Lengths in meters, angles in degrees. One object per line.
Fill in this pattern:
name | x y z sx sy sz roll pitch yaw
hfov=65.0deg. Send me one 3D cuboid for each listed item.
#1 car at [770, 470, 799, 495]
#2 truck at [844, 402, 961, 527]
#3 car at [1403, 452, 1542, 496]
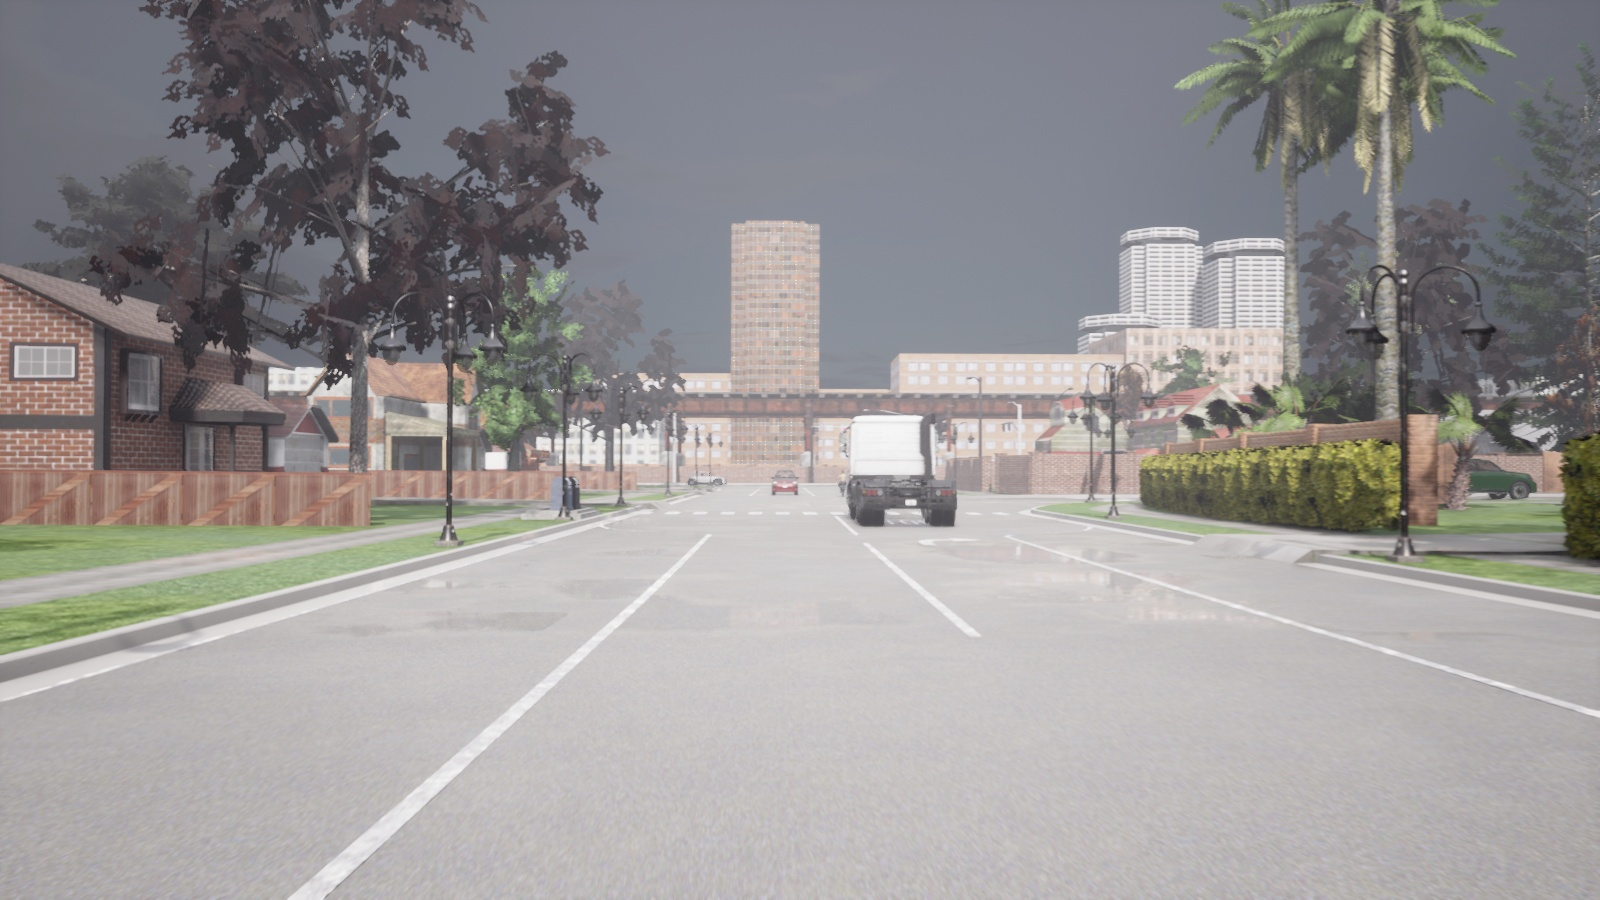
car | -1.042 2.093 82.172 1.851 1.617 3.988 0 -1 -1
truck | 3.001 0.472 39.053 2.891 3.462 7.936 0 -1 -1
car | 32.724 1.162 61.248 5.566 2.045 2.150 -1 -1 1
